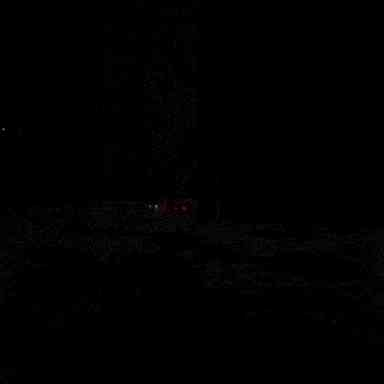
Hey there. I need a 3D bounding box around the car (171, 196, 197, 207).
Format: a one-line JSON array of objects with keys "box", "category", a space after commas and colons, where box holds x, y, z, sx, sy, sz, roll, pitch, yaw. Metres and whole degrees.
[{"box": [-0.537, 1.411, 51.492, 2.097, 1.767, 4.553, 0, 0, 36], "category": "car"}]

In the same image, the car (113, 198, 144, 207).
[{"box": [-9.592, 1.638, 50.272, 1.895, 1.301, 4.718, 0, 0, 36], "category": "car"}]

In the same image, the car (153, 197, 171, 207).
[{"box": [-3.484, 1.577, 52.968, 1.812, 1.442, 4.674, 0, 0, 36], "category": "car"}]

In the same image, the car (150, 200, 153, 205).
[{"box": [-5.688, 1.615, 61.116, 1.812, 1.442, 4.674, 0, 0, 36], "category": "car"}]

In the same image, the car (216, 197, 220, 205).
[{"box": [5.147, 1.637, 59.477, 1.994, 1.385, 4.181, 0, 0, 36], "category": "car"}]

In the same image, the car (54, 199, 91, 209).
[{"box": [-16.559, 1.621, 46.180, 1.895, 1.301, 4.718, 0, 0, 36], "category": "car"}]
